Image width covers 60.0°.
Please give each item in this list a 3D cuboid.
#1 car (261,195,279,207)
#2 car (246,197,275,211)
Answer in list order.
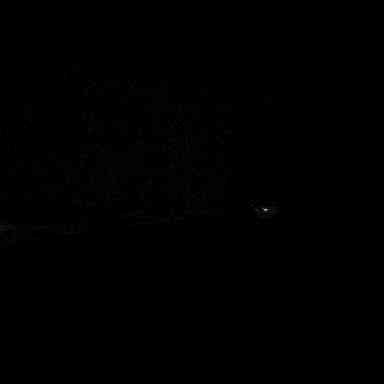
[{"bbox_3d":[12.421,1.509,54.672,2.150,2.045,5.566,0,-1,36],"label":"car"},{"bbox_3d":[8.694,1.665,43.422,1.994,1.385,4.181,0,-1,36],"label":"car"}]
